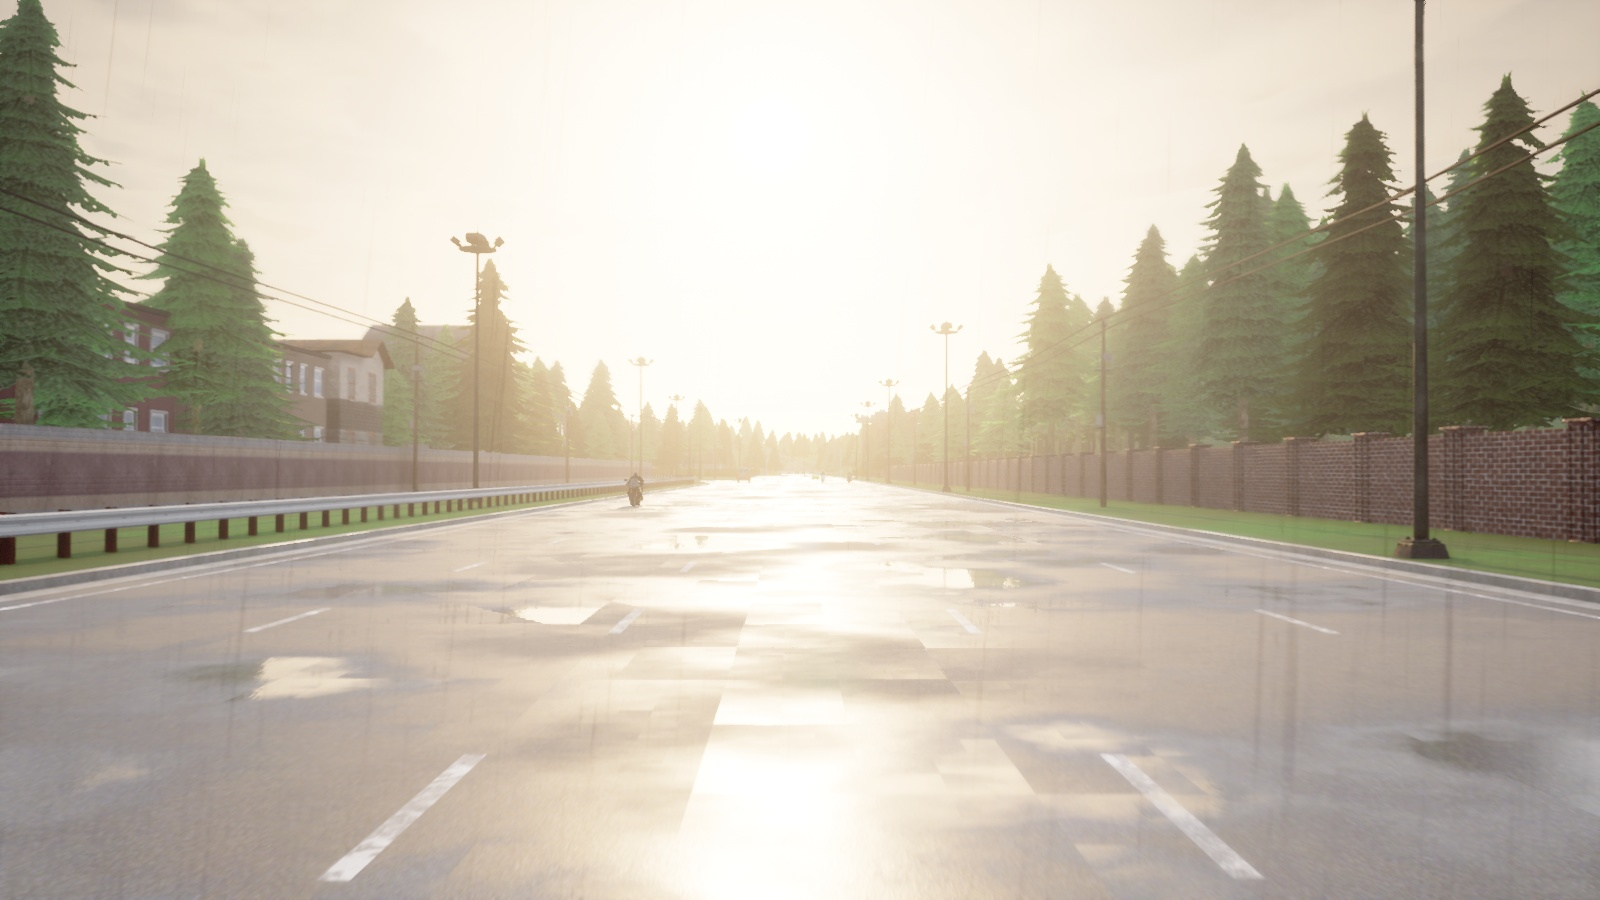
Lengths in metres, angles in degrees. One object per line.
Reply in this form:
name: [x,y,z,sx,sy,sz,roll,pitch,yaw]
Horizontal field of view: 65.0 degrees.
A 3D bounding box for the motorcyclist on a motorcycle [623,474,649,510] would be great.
motorcyclist on a motorcycle: [-7.131,1.793,54.625,0.866,1.530,2.191,0,-1,0]
